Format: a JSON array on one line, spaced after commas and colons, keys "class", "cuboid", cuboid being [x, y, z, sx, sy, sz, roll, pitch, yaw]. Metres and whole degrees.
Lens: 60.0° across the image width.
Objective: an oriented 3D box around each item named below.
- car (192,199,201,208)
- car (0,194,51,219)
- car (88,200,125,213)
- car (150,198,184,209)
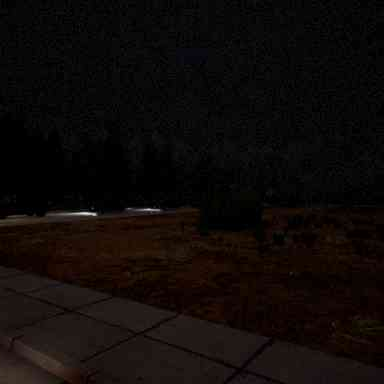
[{"class": "car", "cuboid": [1.938, 1.591, 47.246, 1.994, 1.385, 4.181, 0, 0, 39]}, {"class": "car", "cuboid": [-15.488, 1.248, 29.727, 2.150, 2.045, 5.566, 0, 0, 36]}, {"class": "car", "cuboid": [-9.588, 1.591, 37.702, 1.994, 1.385, 4.181, 0, 0, 37]}, {"class": "car", "cuboid": [-3.386, 1.574, 46.082, 2.033, 1.411, 5.357, 0, 0, 37]}]
